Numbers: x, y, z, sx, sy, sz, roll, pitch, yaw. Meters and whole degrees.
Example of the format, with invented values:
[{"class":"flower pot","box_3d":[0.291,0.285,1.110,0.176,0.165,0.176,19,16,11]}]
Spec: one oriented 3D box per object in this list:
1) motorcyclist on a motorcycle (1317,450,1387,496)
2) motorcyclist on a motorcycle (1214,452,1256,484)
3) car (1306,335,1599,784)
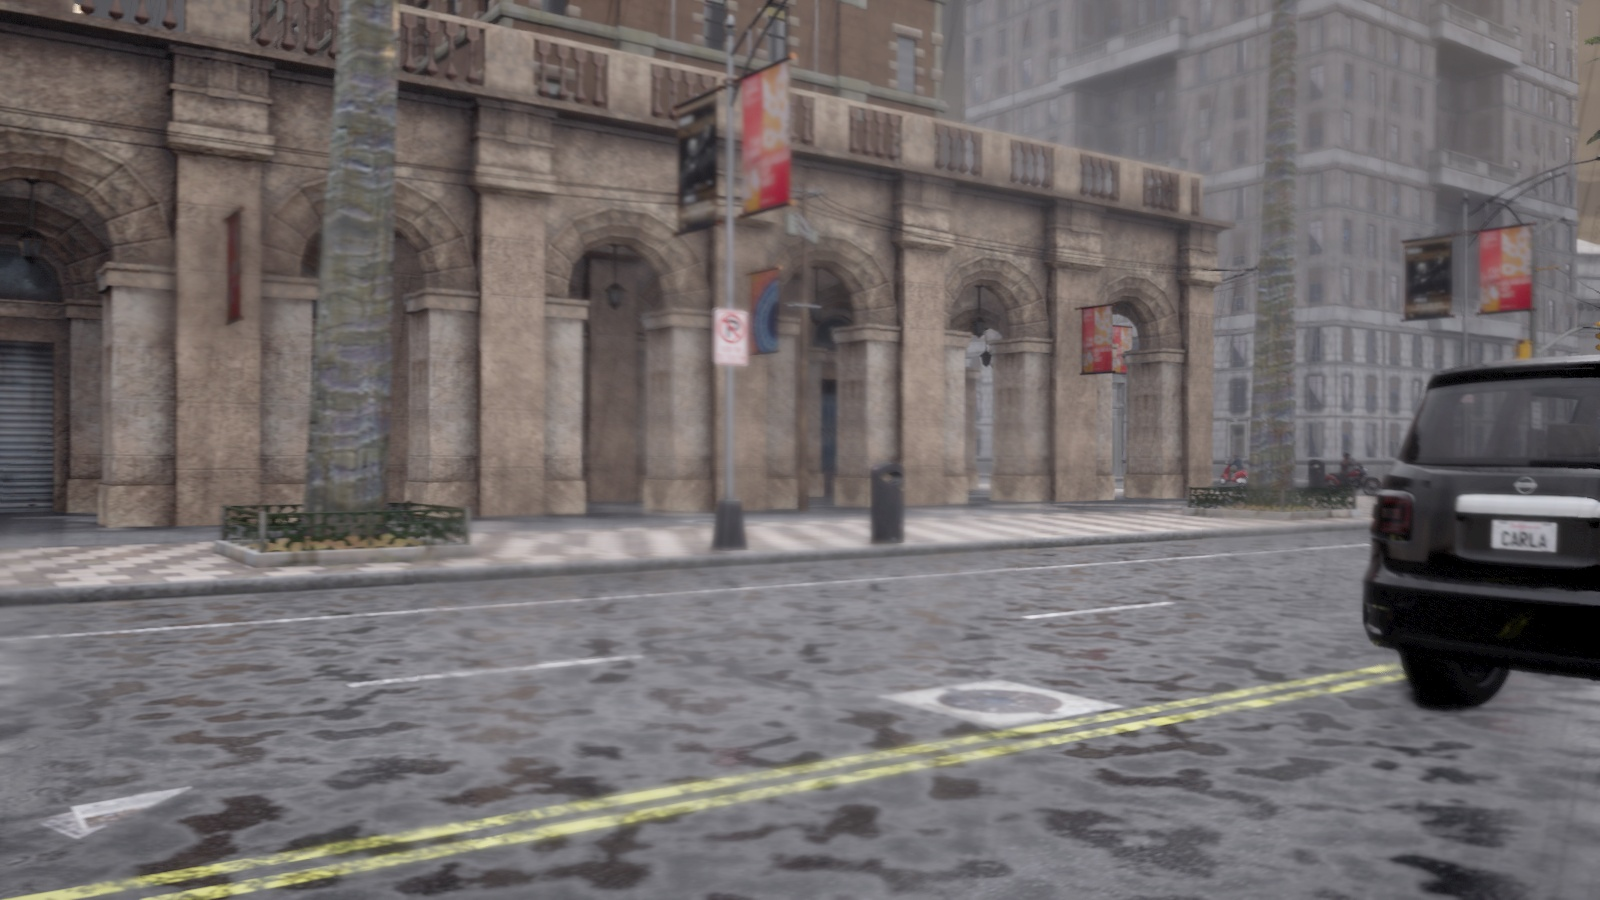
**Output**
[{"class":"motorcyclist on a motorcycle","box_3d":[20.615,0.837,46.930,0.766,1.649,2.350,0,0,-35]},{"class":"motorcyclist on a motorcycle","box_3d":[21.901,0.895,63.265,0.866,1.590,1.817,0,0,-35]},{"class":"car","box_3d":[5.689,0.489,7.640,5.566,2.045,2.150,0,0,-35]}]
